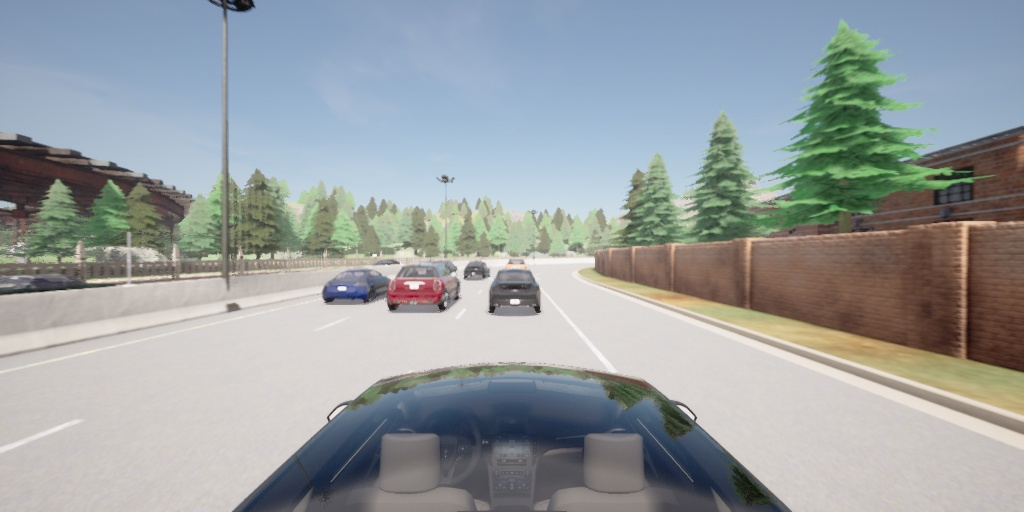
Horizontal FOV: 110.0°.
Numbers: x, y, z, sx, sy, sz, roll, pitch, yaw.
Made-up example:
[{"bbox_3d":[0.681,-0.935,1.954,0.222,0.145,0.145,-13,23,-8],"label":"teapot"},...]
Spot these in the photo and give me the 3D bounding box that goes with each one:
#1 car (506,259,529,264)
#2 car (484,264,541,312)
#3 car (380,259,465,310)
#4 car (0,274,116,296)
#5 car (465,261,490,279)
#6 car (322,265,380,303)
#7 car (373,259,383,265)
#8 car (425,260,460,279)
[{"bbox_3d":[0.494,1.048,31.633,2.097,1.767,4.553,0,0,4],"label":"car"},{"bbox_3d":[0.099,1.233,14.096,1.837,1.490,4.892,0,0,0],"label":"car"},{"bbox_3d":[-3.401,1.080,14.615,2.097,1.767,4.553,0,0,0],"label":"car"},{"bbox_3d":[-17.594,1.335,12.793,1.895,1.301,4.718,0,0,0],"label":"car"},{"bbox_3d":[-2.999,1.201,31.968,1.837,1.490,4.892,0,0,4],"label":"car"},{"bbox_3d":[-6.901,1.289,16.561,1.994,1.385,4.181,0,0,0],"label":"car"},{"bbox_3d":[-17.796,1.171,50.844,1.837,1.490,4.892,0,0,14],"label":"car"},{"bbox_3d":[-6.369,1.172,33.472,1.882,1.535,5.008,0,0,5],"label":"car"}]
